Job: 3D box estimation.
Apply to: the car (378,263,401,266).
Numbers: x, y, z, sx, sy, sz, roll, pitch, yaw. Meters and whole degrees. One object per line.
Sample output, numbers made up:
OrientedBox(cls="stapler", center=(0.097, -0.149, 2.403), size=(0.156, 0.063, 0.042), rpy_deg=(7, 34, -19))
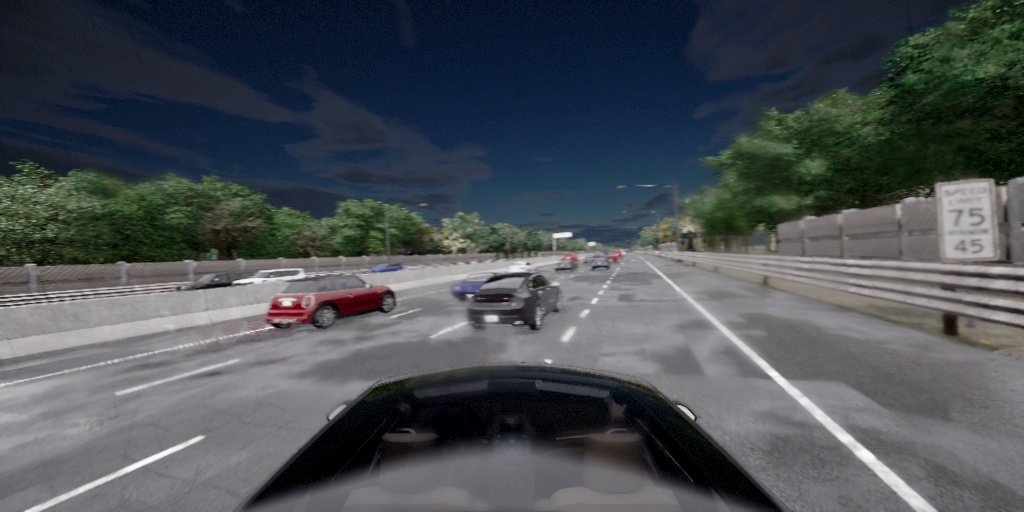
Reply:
OrientedBox(cls="car", center=(-16.796, 1.980, 48.015), size=(2.150, 2.045, 5.566), rpy_deg=(-3, 0, 19))

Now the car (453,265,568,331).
OrientedBox(cls="car", center=(0.273, 1.249, 11.045), size=(1.837, 1.490, 4.892), rpy_deg=(-3, 0, 19))

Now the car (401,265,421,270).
OrientedBox(cls="car", center=(-13.279, 2.163, 47.455), size=(1.895, 1.301, 4.718), rpy_deg=(-3, 0, 19))

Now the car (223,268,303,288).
OrientedBox(cls="car", center=(-19.517, 2.120, 29.146), size=(2.150, 2.045, 5.566), rpy_deg=(-3, 0, 19))

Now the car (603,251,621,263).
OrientedBox(cls="car", center=(16.755, 0.354, 60.179), size=(1.882, 1.535, 5.008), rpy_deg=(-3, 0, 18))

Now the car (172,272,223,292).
OrientedBox(cls="car", center=(-23.394, 2.342, 28.606), size=(2.150, 2.045, 5.566), rpy_deg=(-3, 0, 19))

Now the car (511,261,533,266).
OrientedBox(cls="car", center=(0.985, 1.253, 35.028), size=(1.812, 1.442, 4.674), rpy_deg=(-3, 0, 19))

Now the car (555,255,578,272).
OrientedBox(cls="car", center=(5.914, 0.998, 38.727), size=(2.033, 1.411, 5.357), rpy_deg=(-3, 0, 19))

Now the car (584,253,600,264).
OrientedBox(cls="car", center=(13.449, 0.559, 61.309), size=(2.128, 1.511, 4.902), rpy_deg=(-3, 0, 18))

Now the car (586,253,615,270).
OrientedBox(cls="car", center=(9.761, 0.778, 39.208), size=(2.033, 1.411, 5.357), rpy_deg=(-3, 0, 19))

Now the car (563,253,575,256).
OrientedBox(cls="car", center=(10.142, 0.479, 62.484), size=(2.150, 2.045, 5.566), rpy_deg=(-3, 0, 18))

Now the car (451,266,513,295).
OrientedBox(cls="car", center=(-1.114, 1.430, 17.820), size=(1.895, 1.301, 4.718), rpy_deg=(-3, 0, 19))

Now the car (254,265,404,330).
OrientedBox(cls="car", center=(-6.364, 1.478, 13.257), size=(2.097, 1.767, 4.553), rpy_deg=(-3, 0, 19))
